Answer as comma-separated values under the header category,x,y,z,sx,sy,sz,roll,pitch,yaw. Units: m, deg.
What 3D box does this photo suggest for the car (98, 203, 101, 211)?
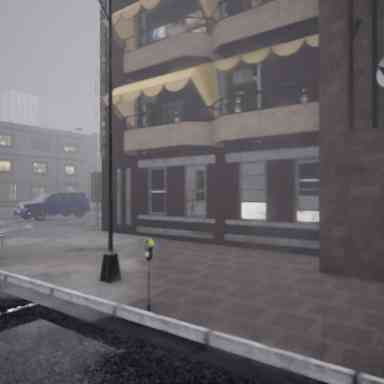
category,x,y,z,sx,sy,sz,roll,pitch,yaw
car,-8.097,1.300,33.830,1.802,1.307,4.206,1,1,35

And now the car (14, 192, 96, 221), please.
category,x,y,z,sx,sy,sz,roll,pitch,yaw
car,-10.647,1.026,25.804,2.150,2.045,5.566,0,1,36

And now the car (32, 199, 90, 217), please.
category,x,y,z,sx,sy,sz,roll,pitch,yaw
car,-11.403,1.349,29.191,1.947,1.339,4.313,1,1,35
